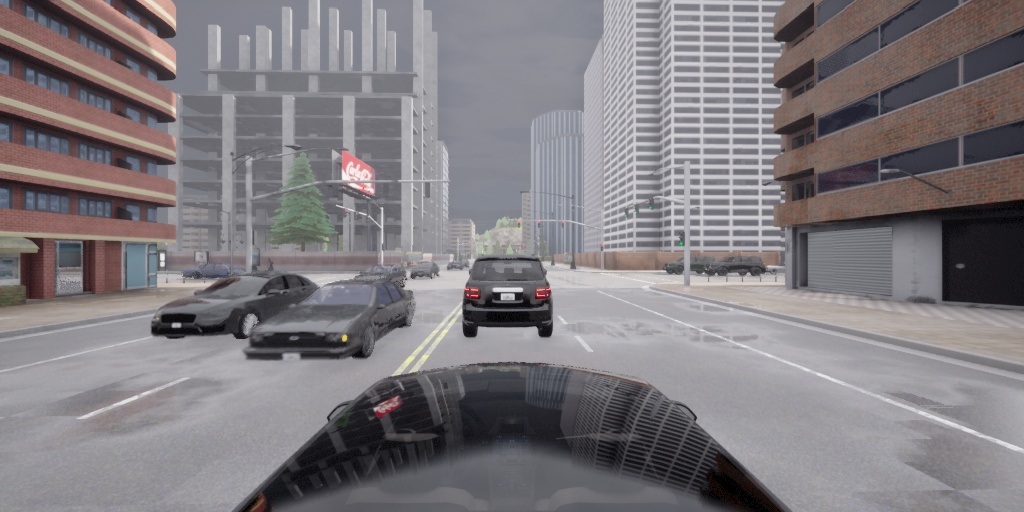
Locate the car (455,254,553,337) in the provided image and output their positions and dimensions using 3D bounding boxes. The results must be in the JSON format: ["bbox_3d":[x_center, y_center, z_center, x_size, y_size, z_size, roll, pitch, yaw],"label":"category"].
[{"bbox_3d":[-0.120,0.971,10.397,2.150,2.045,5.566,0,0,-1],"label":"car"}]

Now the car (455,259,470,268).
[{"bbox_3d":[-8.272,1.254,60.361,1.837,1.490,4.892,0,0,-1],"label":"car"}]

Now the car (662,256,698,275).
[{"bbox_3d":[19.385,0.972,38.980,5.566,2.045,2.150,0,0,-1],"label":"car"}]

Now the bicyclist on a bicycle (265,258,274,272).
[{"bbox_3d":[-28.705,1.051,42.519,0.582,1.620,1.656,0,0,-1],"label":"bicyclist on a bicycle"}]

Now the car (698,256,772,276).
[{"bbox_3d":[21.996,0.971,35.550,5.566,2.045,2.150,0,0,-2],"label":"car"}]

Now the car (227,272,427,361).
[{"bbox_3d":[-3.727,1.297,8.640,2.033,1.411,5.357,0,0,-1],"label":"car"}]

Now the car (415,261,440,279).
[{"bbox_3d":[-7.714,1.256,32.217,1.837,1.490,4.892,0,0,-1],"label":"car"}]

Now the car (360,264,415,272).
[{"bbox_3d":[-7.475,1.241,20.764,2.128,1.511,4.902,0,0,-1],"label":"car"}]

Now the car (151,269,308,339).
[{"bbox_3d":[-7.260,1.256,10.131,1.837,1.490,4.892,0,0,-1],"label":"car"}]

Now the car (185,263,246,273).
[{"bbox_3d":[-24.722,1.297,30.635,5.357,1.411,2.033,0,0,-2],"label":"car"}]

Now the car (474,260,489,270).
[{"bbox_3d":[-4.666,1.314,54.620,1.994,1.385,4.181,0,0,-1],"label":"car"}]

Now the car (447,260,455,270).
[{"bbox_3d":[-8.112,1.313,51.790,1.994,1.385,4.181,0,0,-1],"label":"car"}]

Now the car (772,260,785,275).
[{"bbox_3d":[29.515,1.351,39.231,4.718,1.301,1.895,0,0,-1],"label":"car"}]
